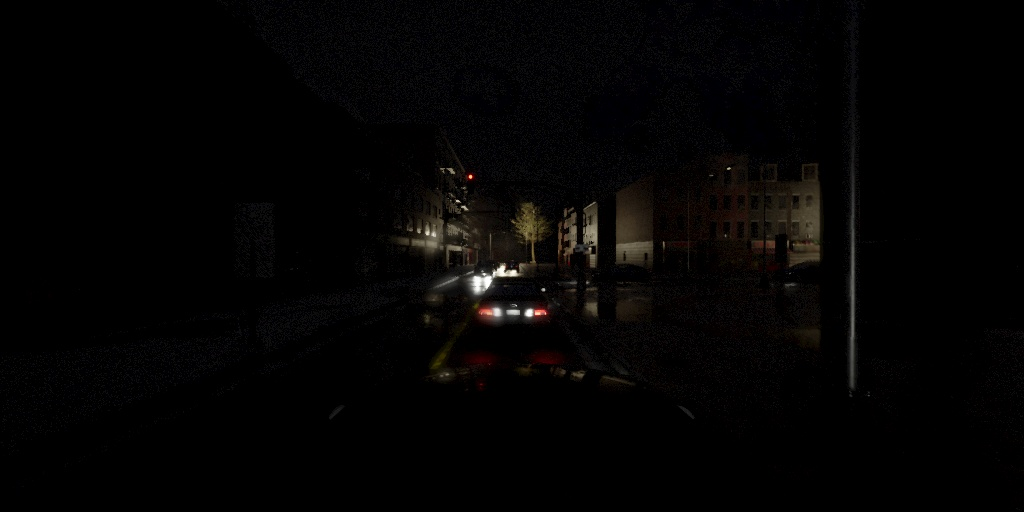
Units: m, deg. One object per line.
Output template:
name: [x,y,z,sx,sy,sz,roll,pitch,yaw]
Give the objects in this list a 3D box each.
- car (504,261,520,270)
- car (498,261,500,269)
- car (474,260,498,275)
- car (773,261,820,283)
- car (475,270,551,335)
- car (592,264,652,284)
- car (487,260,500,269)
car: [-0.021,1.313,46.102,2.033,1.411,5.357,0,0,0]
car: [-2.942,1.331,47.779,1.994,1.385,4.181,0,0,0]
car: [-2.917,1.250,37.946,2.128,1.511,4.902,0,0,0]
car: [21.843,1.101,26.096,5.008,1.535,1.882,-1,0,0]
car: [0.046,1.297,10.448,2.033,1.411,5.357,0,0,0]
car: [7.974,1.260,26.241,4.181,1.385,1.994,0,0,4]
car: [-2.959,1.343,57.776,1.994,1.385,4.181,0,0,-1]
